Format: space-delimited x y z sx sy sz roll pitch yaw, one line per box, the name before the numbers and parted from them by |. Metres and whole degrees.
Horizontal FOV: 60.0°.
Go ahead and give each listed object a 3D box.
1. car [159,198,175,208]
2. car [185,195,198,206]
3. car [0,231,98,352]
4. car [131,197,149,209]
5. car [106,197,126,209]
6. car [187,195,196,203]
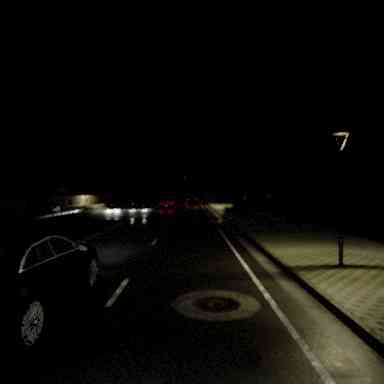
car | -3.257 1.481 44.402 1.895 1.301 4.718 0 0 0
car | -0.029 1.350 53.155 2.128 1.511 4.902 0 0 0
car | -3.164 1.472 6.126 2.128 1.511 4.902 0 0 0
car | -6.686 1.390 43.114 1.837 1.490 4.892 0 0 0
car | -9.936 1.375 43.749 2.128 1.511 4.902 0 0 0
car | -0.164 1.349 67.545 1.812 1.442 4.674 0 0 0
